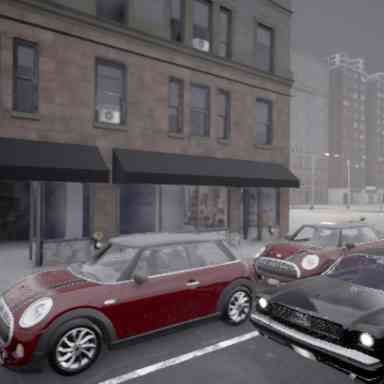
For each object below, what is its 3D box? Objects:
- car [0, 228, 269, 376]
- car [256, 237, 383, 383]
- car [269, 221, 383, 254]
[{"bbox_3d":[-0.926,1.466,5.529,4.097,1.590,1.967,1,0,-36],"label":"car"},{"bbox_3d":[3.154,1.661,5.327,4.718,1.301,1.895,1,0,-36],"label":"car"},{"bbox_3d":[3.474,1.524,8.674,4.097,1.590,1.967,1,0,-36],"label":"car"}]
